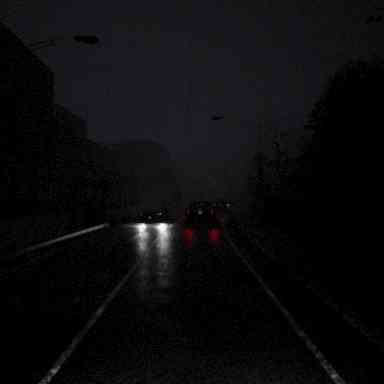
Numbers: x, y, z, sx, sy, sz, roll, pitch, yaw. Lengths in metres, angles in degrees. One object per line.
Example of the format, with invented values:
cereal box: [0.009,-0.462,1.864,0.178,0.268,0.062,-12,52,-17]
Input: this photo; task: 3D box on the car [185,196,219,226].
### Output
car: [0.697,1.390,24.146,2.097,1.767,4.553,0,0,4]

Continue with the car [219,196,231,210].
car: [3.338,1.583,42.560,2.033,1.411,5.357,-1,0,12]

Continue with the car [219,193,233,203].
car: [6.492,1.315,65.962,2.150,2.045,5.566,-2,0,22]

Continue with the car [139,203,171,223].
car: [-2.838,1.601,26.441,1.812,1.442,4.674,-1,0,6]
